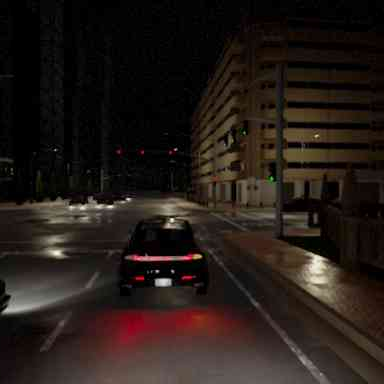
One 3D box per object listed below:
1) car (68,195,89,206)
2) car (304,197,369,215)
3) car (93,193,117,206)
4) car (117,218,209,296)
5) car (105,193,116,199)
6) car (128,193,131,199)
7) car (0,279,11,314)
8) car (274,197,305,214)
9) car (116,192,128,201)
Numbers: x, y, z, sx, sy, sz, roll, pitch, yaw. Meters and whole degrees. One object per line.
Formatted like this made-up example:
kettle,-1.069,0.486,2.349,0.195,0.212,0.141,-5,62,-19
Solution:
car,-15.410,1.119,45.550,1.812,1.442,4.674,0,0,-6
car,12.548,1.304,28.199,4.902,1.511,2.128,0,1,-7
car,-11.932,1.117,45.948,1.812,1.442,4.674,0,0,-6
car,-0.711,1.416,8.487,2.128,1.511,4.902,0,1,-4
car,-18.773,0.869,77.191,1.895,1.301,4.718,0,1,-6
car,-15.264,0.880,77.298,1.895,1.301,4.718,0,1,-6
car,-3.774,1.518,3.044,2.033,1.411,5.357,0,1,-4
car,10.330,1.261,31.467,5.008,1.535,1.882,0,1,-7
car,-13.659,0.801,62.231,2.097,1.767,4.553,0,1,-6
